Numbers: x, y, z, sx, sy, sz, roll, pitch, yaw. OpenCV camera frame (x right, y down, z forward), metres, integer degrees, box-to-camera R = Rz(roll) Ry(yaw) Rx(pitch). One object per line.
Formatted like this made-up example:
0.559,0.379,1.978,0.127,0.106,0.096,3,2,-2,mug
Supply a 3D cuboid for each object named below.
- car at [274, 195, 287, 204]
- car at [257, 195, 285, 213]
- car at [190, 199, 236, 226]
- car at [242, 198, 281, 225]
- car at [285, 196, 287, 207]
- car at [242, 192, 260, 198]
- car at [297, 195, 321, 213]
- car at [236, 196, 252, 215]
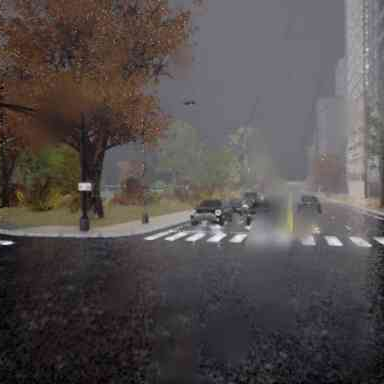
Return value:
14.639,1.211,54.982,1.994,1.385,4.181,-1,0,17,car
7.526,1.306,31.564,1.837,1.490,4.892,-1,0,17,car
1.400,1.262,22.497,2.097,1.767,4.553,-1,0,17,car
4.859,1.386,22.697,1.812,1.442,4.674,-1,0,17,car
10.484,1.261,41.392,1.812,1.442,4.674,-1,0,17,car
7.880,0.990,43.992,2.150,2.045,5.566,-1,0,17,car
11.559,1.092,33.069,2.097,1.767,4.553,-1,0,17,car
4.129,1.396,31.563,2.033,1.411,5.357,-1,0,17,car
